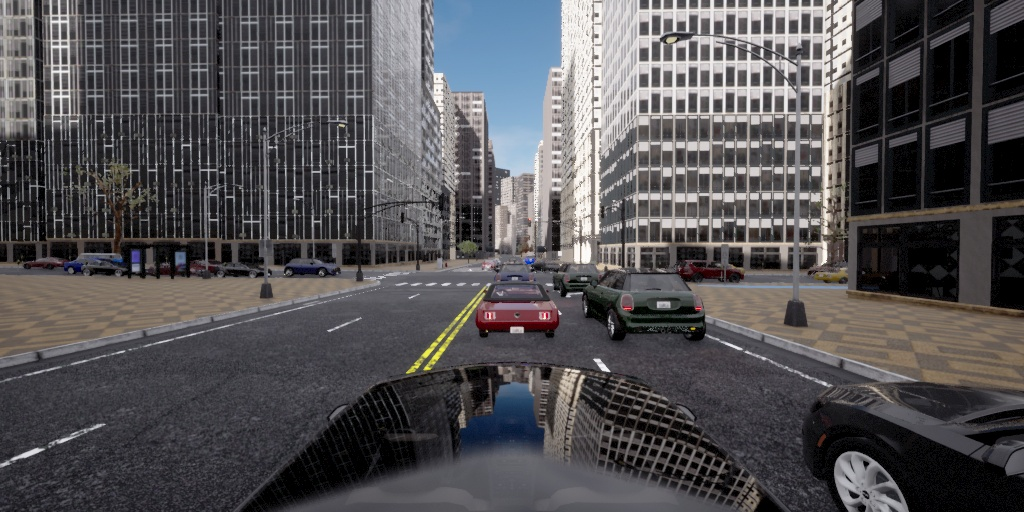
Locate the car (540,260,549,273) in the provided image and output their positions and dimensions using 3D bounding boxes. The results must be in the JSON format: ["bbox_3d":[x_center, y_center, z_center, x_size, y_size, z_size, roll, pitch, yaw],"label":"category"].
[{"bbox_3d":[3.841,1.195,41.800,2.128,1.511,4.902,0,0,-19],"label":"car"}]

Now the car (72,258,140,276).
[{"bbox_3d":[-34.035,1.070,30.577,4.313,1.339,1.948,0,0,1],"label":"car"}]

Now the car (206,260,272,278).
[{"bbox_3d":[-22.671,1.174,30.246,4.313,1.339,1.948,0,0,1],"label":"car"}]

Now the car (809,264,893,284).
[{"bbox_3d":[27.700,1.579,29.410,4.829,1.417,1.751,0,0,1],"label":"car"}]

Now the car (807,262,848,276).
[{"bbox_3d":[31.701,1.348,35.103,4.553,1.767,2.097,1,1,1],"label":"car"}]

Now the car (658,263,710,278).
[{"bbox_3d":[16.926,1.430,35.397,4.181,1.385,1.994,1,1,1],"label":"car"}]

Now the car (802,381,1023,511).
[{"bbox_3d":[3.342,1.255,0.990,1.837,1.490,4.892,0,0,0],"label":"car"}]

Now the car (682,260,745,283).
[{"bbox_3d":[16.253,1.269,29.632,5.009,1.841,2.192,0,0,1],"label":"car"}]

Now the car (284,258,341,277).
[{"bbox_3d":[-18.167,0.958,32.815,4.553,1.767,2.097,1,1,2],"label":"car"}]

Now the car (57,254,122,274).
[{"bbox_3d":[-38.421,0.899,33.311,5.008,1.535,1.882,1,1,2],"label":"car"}]

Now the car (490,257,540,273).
[{"bbox_3d":[0.136,1.092,19.136,2.097,1.767,4.553,0,0,0],"label":"car"}]

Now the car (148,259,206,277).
[{"bbox_3d":[-28.355,1.139,30.391,4.207,1.307,1.802,0,0,1],"label":"car"}]

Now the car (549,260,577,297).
[{"bbox_3d":[3.385,1.093,18.983,2.097,1.767,4.553,0,0,0],"label":"car"}]

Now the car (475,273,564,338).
[{"bbox_3d":[0.115,1.347,10.142,1.895,1.301,4.718,0,0,0],"label":"car"}]

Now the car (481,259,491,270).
[{"bbox_3d":[-3.224,1.241,50.612,1.812,1.442,4.674,0,0,0],"label":"car"}]

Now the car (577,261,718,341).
[{"bbox_3d":[3.359,1.098,10.045,2.097,1.767,4.553,0,0,0],"label":"car"}]

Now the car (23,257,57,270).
[{"bbox_3d":[-50.889,0.794,39.391,4.207,1.307,1.802,0,0,1],"label":"car"}]
